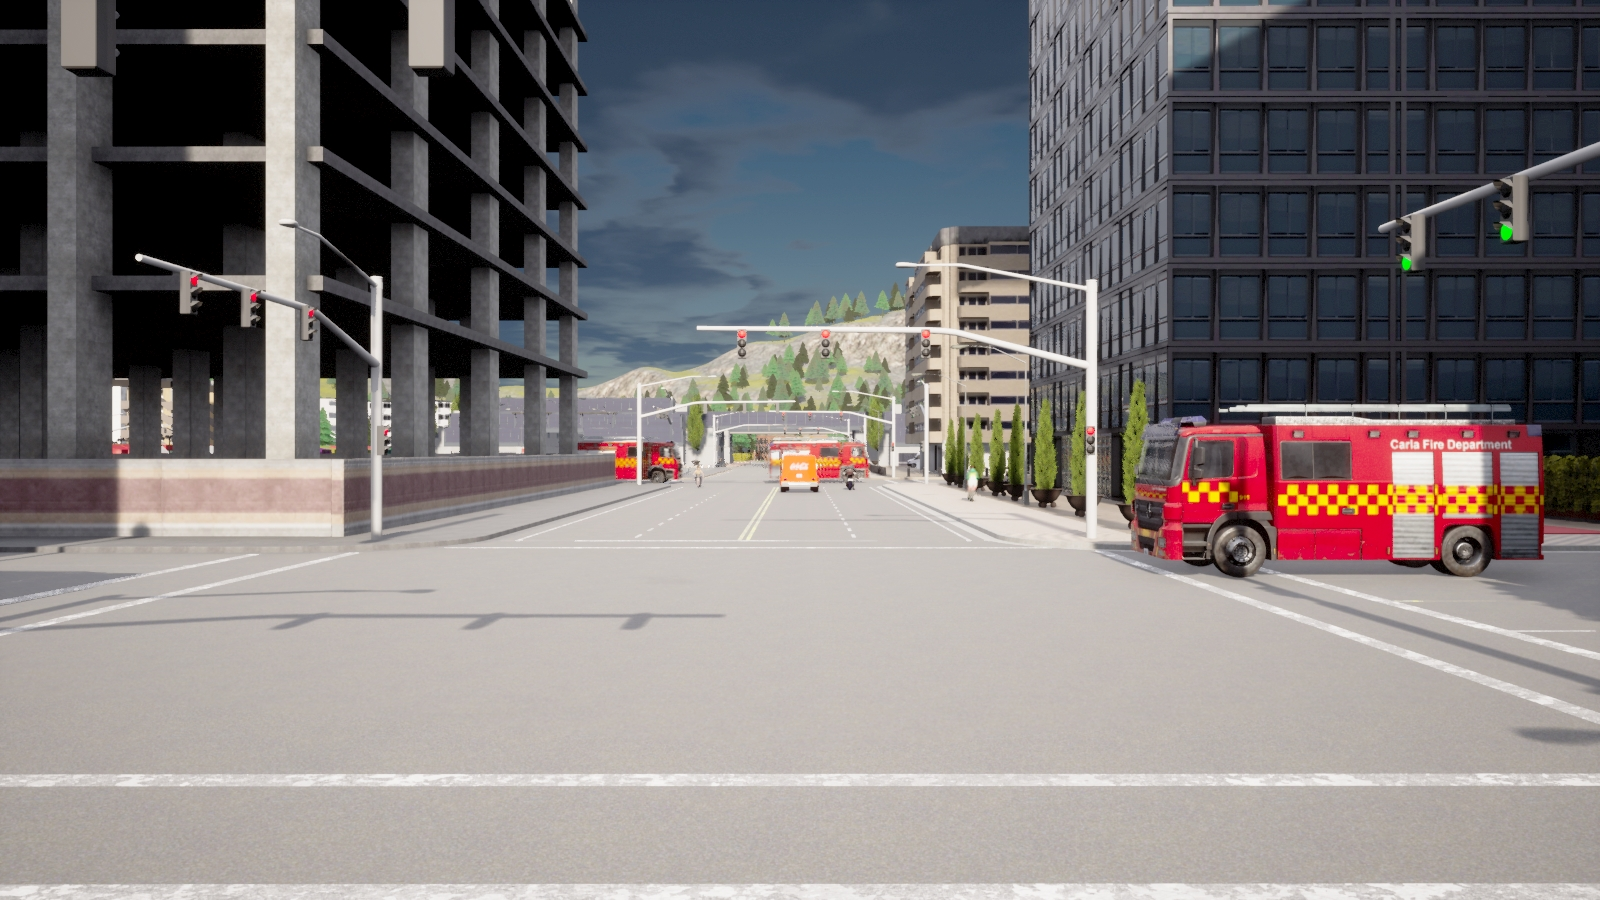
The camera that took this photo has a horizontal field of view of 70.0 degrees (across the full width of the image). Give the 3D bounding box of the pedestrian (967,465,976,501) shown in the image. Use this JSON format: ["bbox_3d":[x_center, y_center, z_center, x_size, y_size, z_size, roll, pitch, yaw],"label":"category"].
[{"bbox_3d":[8.810,1.693,58.659,0.375,1.860,0.375,0,0,-1],"label":"pedestrian"}]

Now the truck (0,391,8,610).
[{"bbox_3d":[-18.254,0.890,18.792,8.468,3.827,2.891,0,0,0],"label":"truck"}]

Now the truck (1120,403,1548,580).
[{"bbox_3d":[11.970,0.889,26.163,8.468,3.827,2.891,0,0,-1],"label":"truck"}]

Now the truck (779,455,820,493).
[{"bbox_3d":[-0.023,1.564,76.782,2.627,2.467,5.204,0,0,0],"label":"truck"}]
